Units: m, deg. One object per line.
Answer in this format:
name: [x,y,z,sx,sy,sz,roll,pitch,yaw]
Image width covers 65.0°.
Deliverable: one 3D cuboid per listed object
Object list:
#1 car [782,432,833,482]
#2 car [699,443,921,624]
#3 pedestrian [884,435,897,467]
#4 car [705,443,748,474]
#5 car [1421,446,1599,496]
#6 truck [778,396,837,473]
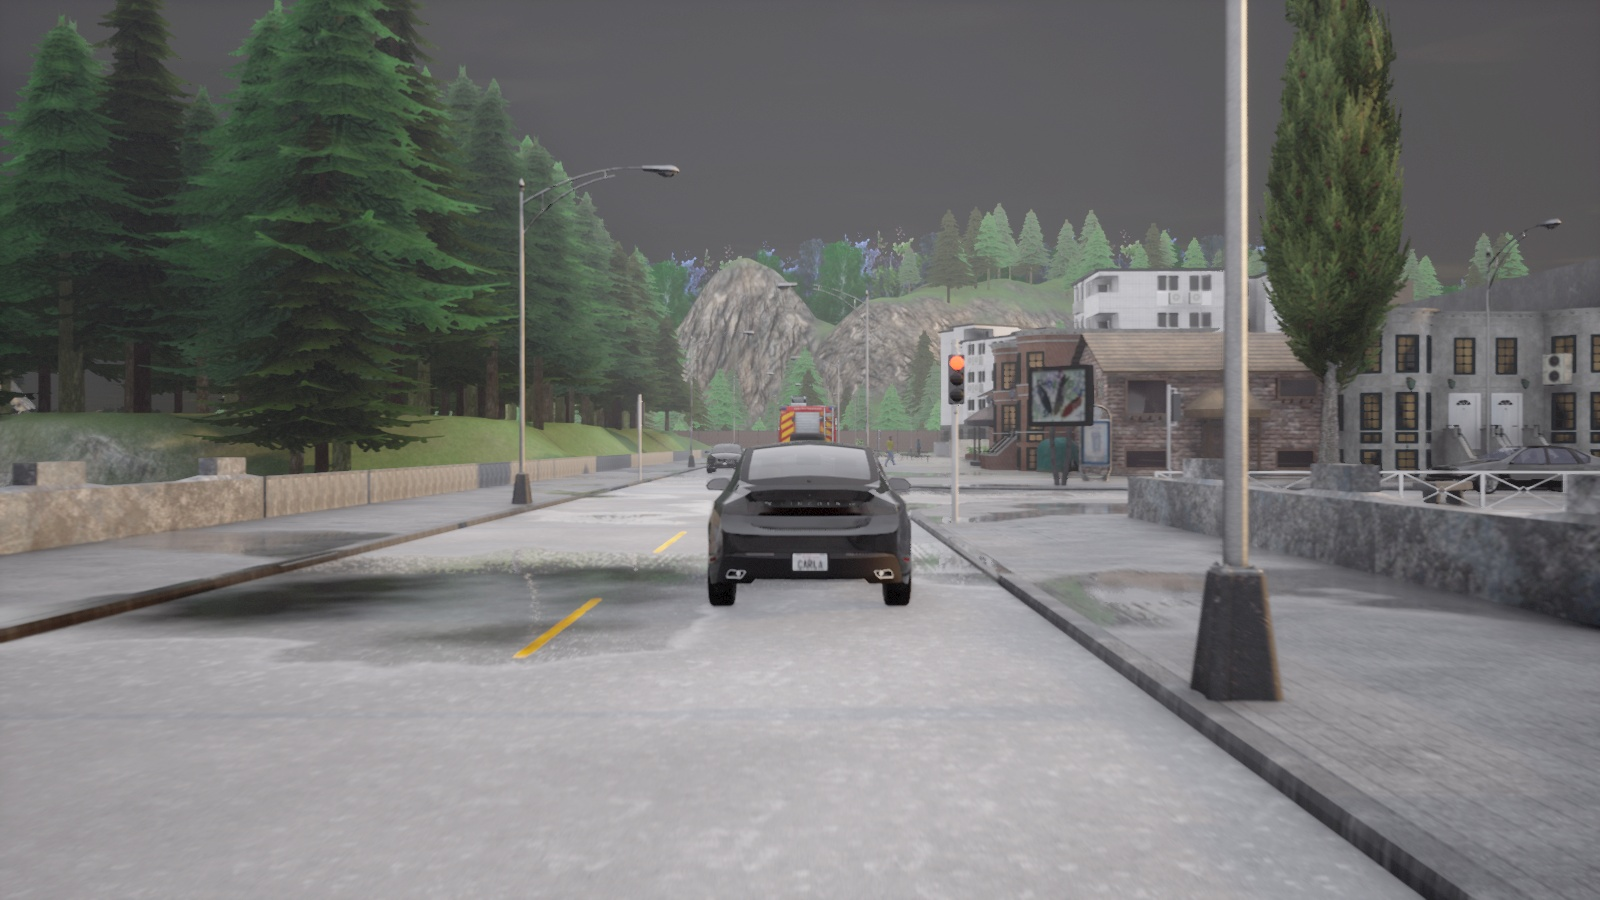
car: [0.281,0.266,48.994,1.905,1.878,3.866,0,0,0]
car: [0.090,0.679,12.836,1.837,1.490,4.892,0,0,0]
pedestrian: [5.251,0.046,72.935,0.706,1.836,0.354,0,0,35]
car: [-3.625,0.396,62.532,1.837,1.490,4.892,0,0,0]
car: [21.341,0.604,36.735,5.357,1.411,2.033,0,0,0]
truck: [0.400,-0.794,66.754,2.891,3.827,8.468,0,0,0]
